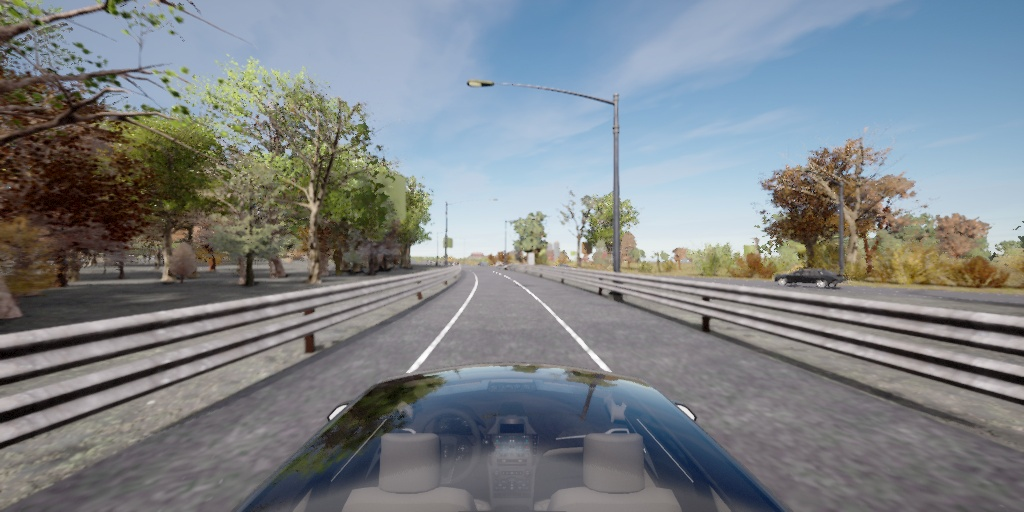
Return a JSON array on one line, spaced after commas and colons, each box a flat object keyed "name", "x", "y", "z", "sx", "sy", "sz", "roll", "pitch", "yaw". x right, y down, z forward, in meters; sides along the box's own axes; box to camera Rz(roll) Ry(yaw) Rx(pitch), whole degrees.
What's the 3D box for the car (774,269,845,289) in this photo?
[{"name": "car", "x": 25.538, "y": 1.849, "z": 31.028, "sx": 1.837, "sy": 1.490, "sz": 4.892, "roll": 0, "pitch": 0, "yaw": -26}]
